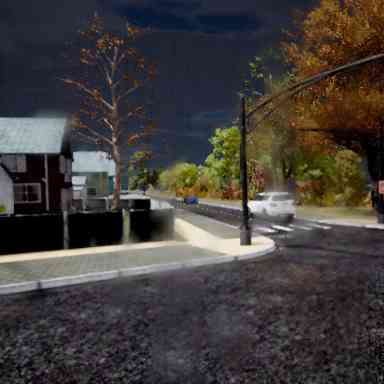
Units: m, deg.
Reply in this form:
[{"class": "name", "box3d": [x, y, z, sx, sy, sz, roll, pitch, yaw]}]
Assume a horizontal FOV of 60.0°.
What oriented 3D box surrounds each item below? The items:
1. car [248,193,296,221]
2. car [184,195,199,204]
[{"class": "car", "box3d": [6.163, 1.079, 26.503, 2.150, 2.045, 5.566, -2, 1, -11]}, {"class": "car", "box3d": [-0.193, 1.296, 57.388, 2.033, 1.411, 5.357, -2, 1, -11]}]
